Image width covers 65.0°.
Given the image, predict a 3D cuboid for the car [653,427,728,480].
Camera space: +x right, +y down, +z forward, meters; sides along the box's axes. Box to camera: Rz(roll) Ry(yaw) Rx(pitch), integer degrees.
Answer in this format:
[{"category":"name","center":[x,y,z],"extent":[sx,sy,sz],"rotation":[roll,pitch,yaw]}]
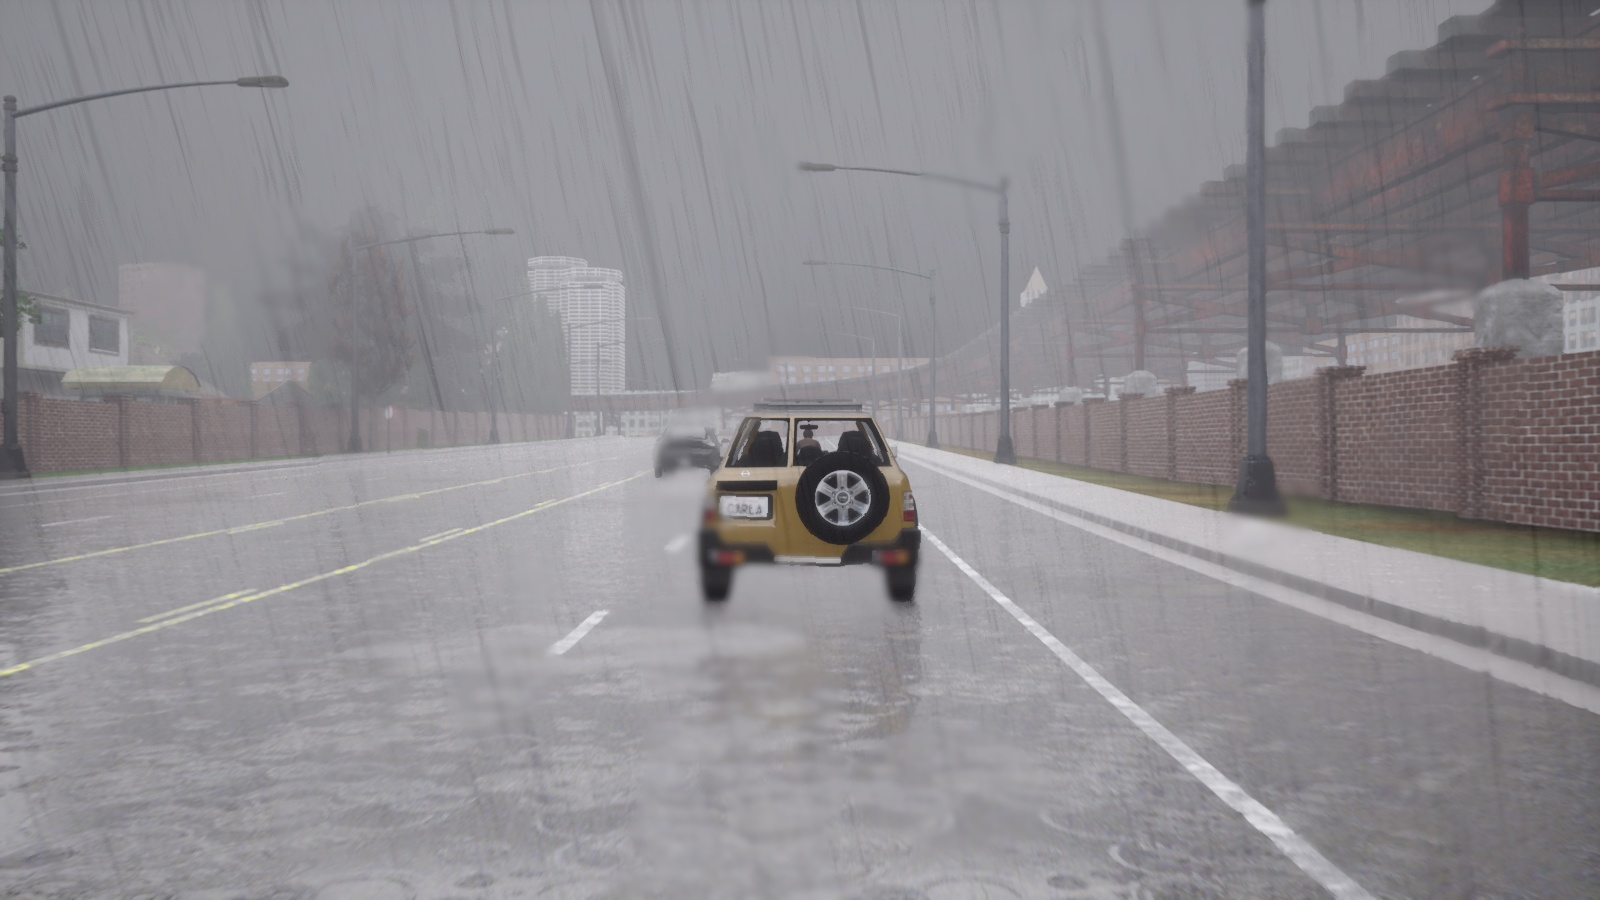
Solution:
[{"category":"car","center":[-3.260,0.057,38.259],"extent":[1.837,1.490,4.892],"rotation":[0,1,0]}]

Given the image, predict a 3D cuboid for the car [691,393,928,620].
[{"category":"car","center":[0.089,0.425,12.541],"extent":[1.932,1.855,4.605],"rotation":[0,1,0]}]
